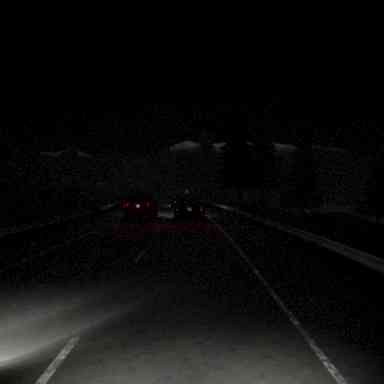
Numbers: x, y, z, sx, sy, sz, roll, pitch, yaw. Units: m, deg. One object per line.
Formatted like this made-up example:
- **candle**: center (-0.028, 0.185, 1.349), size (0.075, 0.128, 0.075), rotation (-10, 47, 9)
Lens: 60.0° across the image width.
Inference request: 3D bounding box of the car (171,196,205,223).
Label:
- **car**: center (-0.250, 1.162, 23.947), size (2.097, 1.767, 4.553), rotation (0, 1, -2)

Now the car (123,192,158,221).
- **car**: center (-3.798, 1.021, 25.164), size (2.150, 2.045, 5.566), rotation (0, 0, -3)
